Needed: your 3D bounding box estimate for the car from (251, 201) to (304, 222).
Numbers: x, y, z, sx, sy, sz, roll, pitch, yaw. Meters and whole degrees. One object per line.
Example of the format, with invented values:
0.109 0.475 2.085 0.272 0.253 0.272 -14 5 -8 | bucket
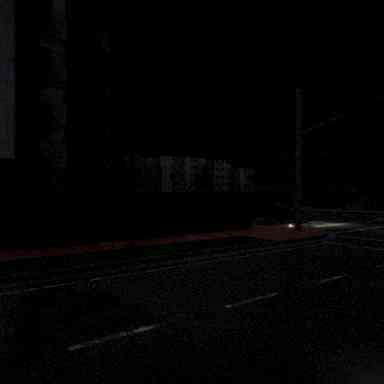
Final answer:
6.413 1.477 26.374 1.882 1.535 5.008 0 0 -38 | car
